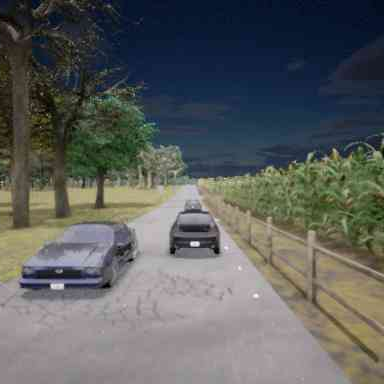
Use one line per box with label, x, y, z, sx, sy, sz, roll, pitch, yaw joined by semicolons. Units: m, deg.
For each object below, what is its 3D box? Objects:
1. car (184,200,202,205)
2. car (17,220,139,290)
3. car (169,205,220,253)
car;0.111;1.505;34.812;2.033;1.411;5.357;0;0;0
car;-2.746;1.547;9.459;2.033;1.411;5.357;0;0;0
car;0.102;1.501;13.639;1.837;1.490;4.892;0;0;0
